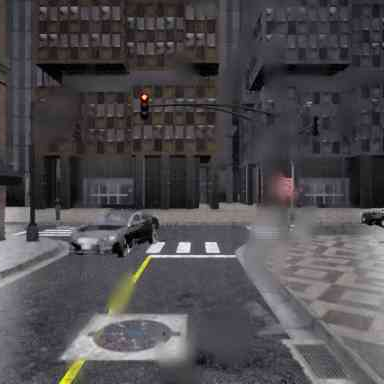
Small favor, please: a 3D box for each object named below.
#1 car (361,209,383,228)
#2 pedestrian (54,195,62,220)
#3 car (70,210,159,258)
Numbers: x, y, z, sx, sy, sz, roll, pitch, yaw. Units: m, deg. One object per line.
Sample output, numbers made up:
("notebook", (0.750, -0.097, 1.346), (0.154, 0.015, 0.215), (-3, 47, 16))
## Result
("car", (13.405, 1.457, 21.058), (5.008, 1.535, 1.882), (0, 0, 1))
("pedestrian", (-9.824, 1.153, 24.365), (0.375, 1.860, 0.375), (0, 0, 1))
("car", (-2.790, 1.491, 12.989), (2.128, 1.511, 4.902), (-1, 0, 14))
